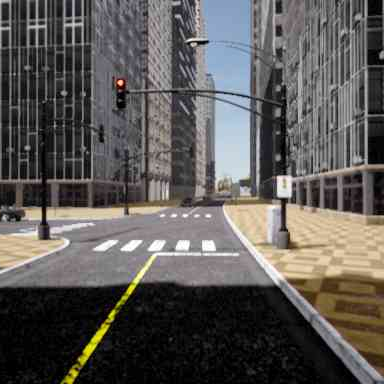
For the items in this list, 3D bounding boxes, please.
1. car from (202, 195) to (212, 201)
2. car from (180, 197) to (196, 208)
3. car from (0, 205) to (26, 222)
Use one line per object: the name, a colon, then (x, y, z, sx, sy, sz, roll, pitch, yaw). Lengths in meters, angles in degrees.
car: (3.498, 1.375, 78.272, 1.994, 1.385, 4.181, 0, 0, 9)
car: (-0.541, 1.485, 47.304, 1.837, 1.490, 4.892, 0, 2, 6)
car: (-16.442, 1.830, 28.350, 4.403, 1.369, 2.008, -1, 1, 10)
